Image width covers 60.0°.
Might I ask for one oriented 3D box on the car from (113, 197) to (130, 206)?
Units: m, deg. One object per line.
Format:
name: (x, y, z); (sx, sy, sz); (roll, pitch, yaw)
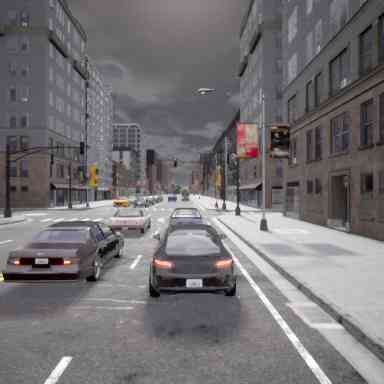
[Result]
car: (-10.834, 1.501, 51.541); (1.882, 1.535, 5.008); (0, 0, -1)

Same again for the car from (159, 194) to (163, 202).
car: (-7.840, 1.554, 69.290); (2.128, 1.511, 4.902); (0, 0, -1)

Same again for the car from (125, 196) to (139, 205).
car: (-10.982, 1.553, 60.764); (1.812, 1.442, 4.674); (0, 0, -1)

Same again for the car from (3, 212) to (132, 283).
car: (-3.308, 1.550, 9.718); (2.033, 1.411, 5.357); (0, 0, -1)

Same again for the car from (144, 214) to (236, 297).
car: (-0.034, 1.528, 8.471); (1.812, 1.442, 4.674); (0, 0, -2)

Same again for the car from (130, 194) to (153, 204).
car: (-7.552, 1.514, 50.067); (2.128, 1.511, 4.902); (0, 0, -1)

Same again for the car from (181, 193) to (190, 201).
car: (-1.566, 1.622, 80.840); (1.895, 1.301, 4.718); (0, 0, -1)

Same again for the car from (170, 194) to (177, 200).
car: (-5.014, 1.399, 90.747); (1.837, 1.490, 4.892); (0, 0, -1)

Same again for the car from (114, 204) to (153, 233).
car: (-3.504, 1.607, 19.476); (1.895, 1.301, 4.718); (0, 0, -1)

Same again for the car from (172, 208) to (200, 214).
car: (-0.325, 1.553, 18.058); (2.033, 1.411, 5.357); (0, 0, -1)

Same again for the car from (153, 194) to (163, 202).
car: (-8.042, 1.372, 79.522); (2.097, 1.767, 4.553); (0, 0, -1)

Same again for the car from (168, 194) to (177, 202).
car: (-4.807, 1.504, 80.329); (1.882, 1.535, 5.008); (0, 0, -1)

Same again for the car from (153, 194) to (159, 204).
car: (-7.719, 1.518, 59.420); (2.128, 1.511, 4.902); (0, 0, -1)
